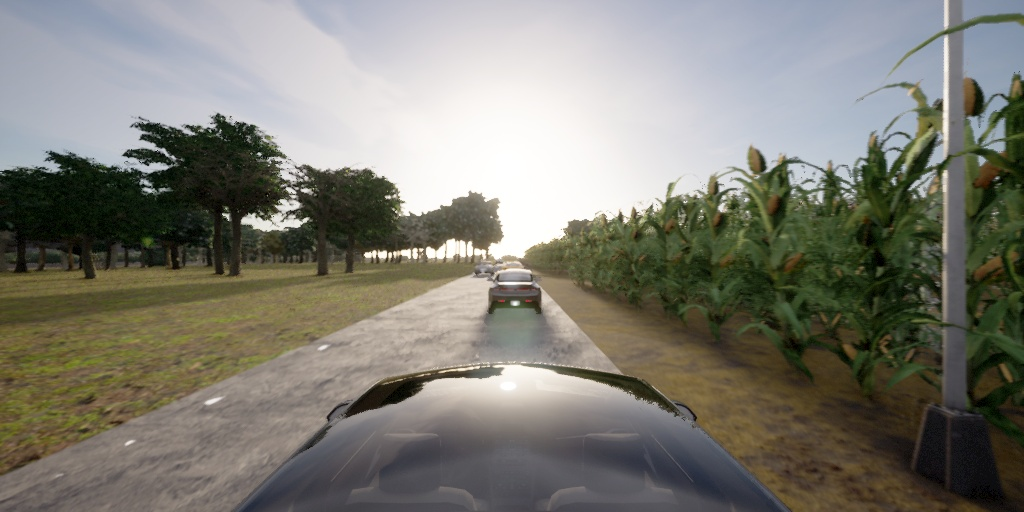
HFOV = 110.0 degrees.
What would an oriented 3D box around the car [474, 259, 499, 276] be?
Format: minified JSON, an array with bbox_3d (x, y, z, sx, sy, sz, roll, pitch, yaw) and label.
[{"bbox_3d":[-2.838,1.278,37.718,2.128,1.511,4.902,0,0,0],"label":"car"}]

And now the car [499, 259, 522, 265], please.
[{"bbox_3d":[0.101,1.254,31.469,1.882,1.535,5.008,0,0,0],"label":"car"}]

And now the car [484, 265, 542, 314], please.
[{"bbox_3d":[0.095,1.262,13.870,1.837,1.490,4.892,0,0,0],"label":"car"}]
